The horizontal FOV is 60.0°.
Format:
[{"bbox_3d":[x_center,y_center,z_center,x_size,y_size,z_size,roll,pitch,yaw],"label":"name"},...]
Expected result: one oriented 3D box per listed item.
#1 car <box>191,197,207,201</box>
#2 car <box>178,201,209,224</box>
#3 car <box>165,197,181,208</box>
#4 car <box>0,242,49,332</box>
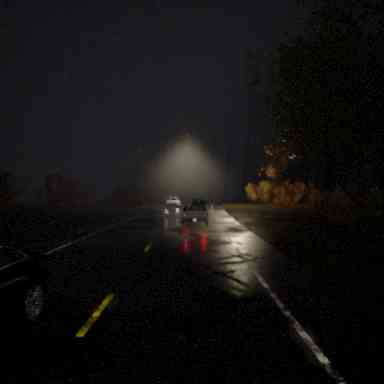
[{"bbox_3d":[0.910,1.389,42.555,2.128,1.511,4.902,0,0,3],"label":"car"},{"bbox_3d":[0.219,1.546,23.988,1.895,1.301,4.718,0,0,1],"label":"car"},{"bbox_3d":[-2.589,1.415,45.948,1.812,1.442,4.674,0,0,4],"label":"car"},{"bbox_3d":[-3.595,1.481,4.321,2.128,1.511,4.902,0,0,0],"label":"car"}]
